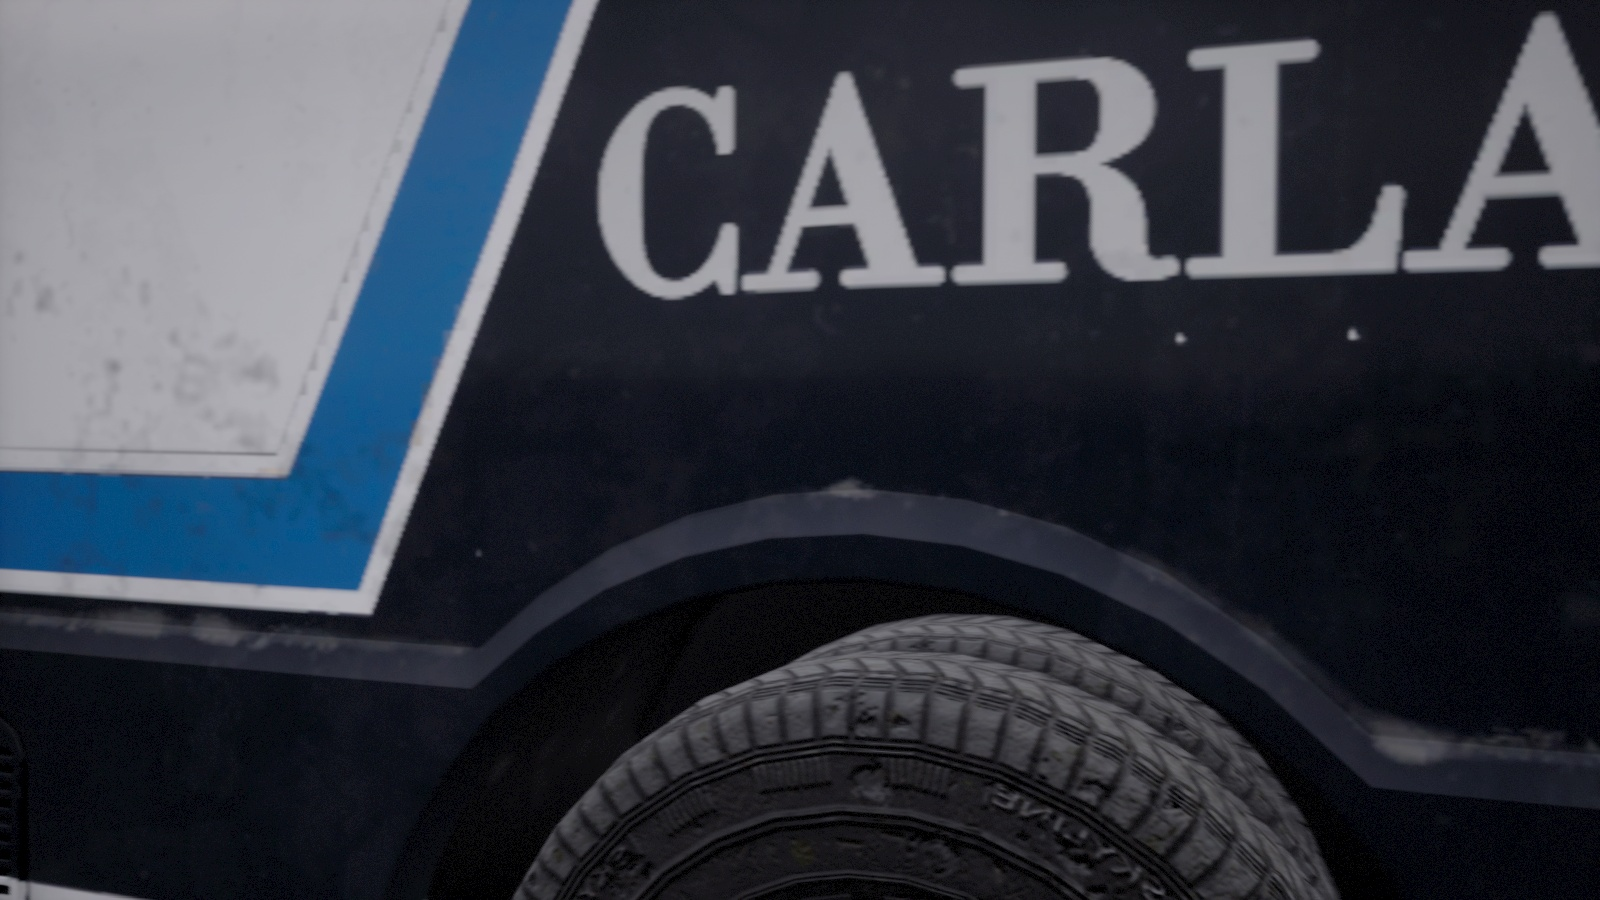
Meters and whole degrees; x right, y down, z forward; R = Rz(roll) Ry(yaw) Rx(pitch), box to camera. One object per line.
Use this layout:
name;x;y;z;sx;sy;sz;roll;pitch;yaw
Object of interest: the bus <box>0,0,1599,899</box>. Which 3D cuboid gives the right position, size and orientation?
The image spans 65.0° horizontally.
bus;-1.989;-0.608;3.831;10.273;4.253;3.944;1;1;19
